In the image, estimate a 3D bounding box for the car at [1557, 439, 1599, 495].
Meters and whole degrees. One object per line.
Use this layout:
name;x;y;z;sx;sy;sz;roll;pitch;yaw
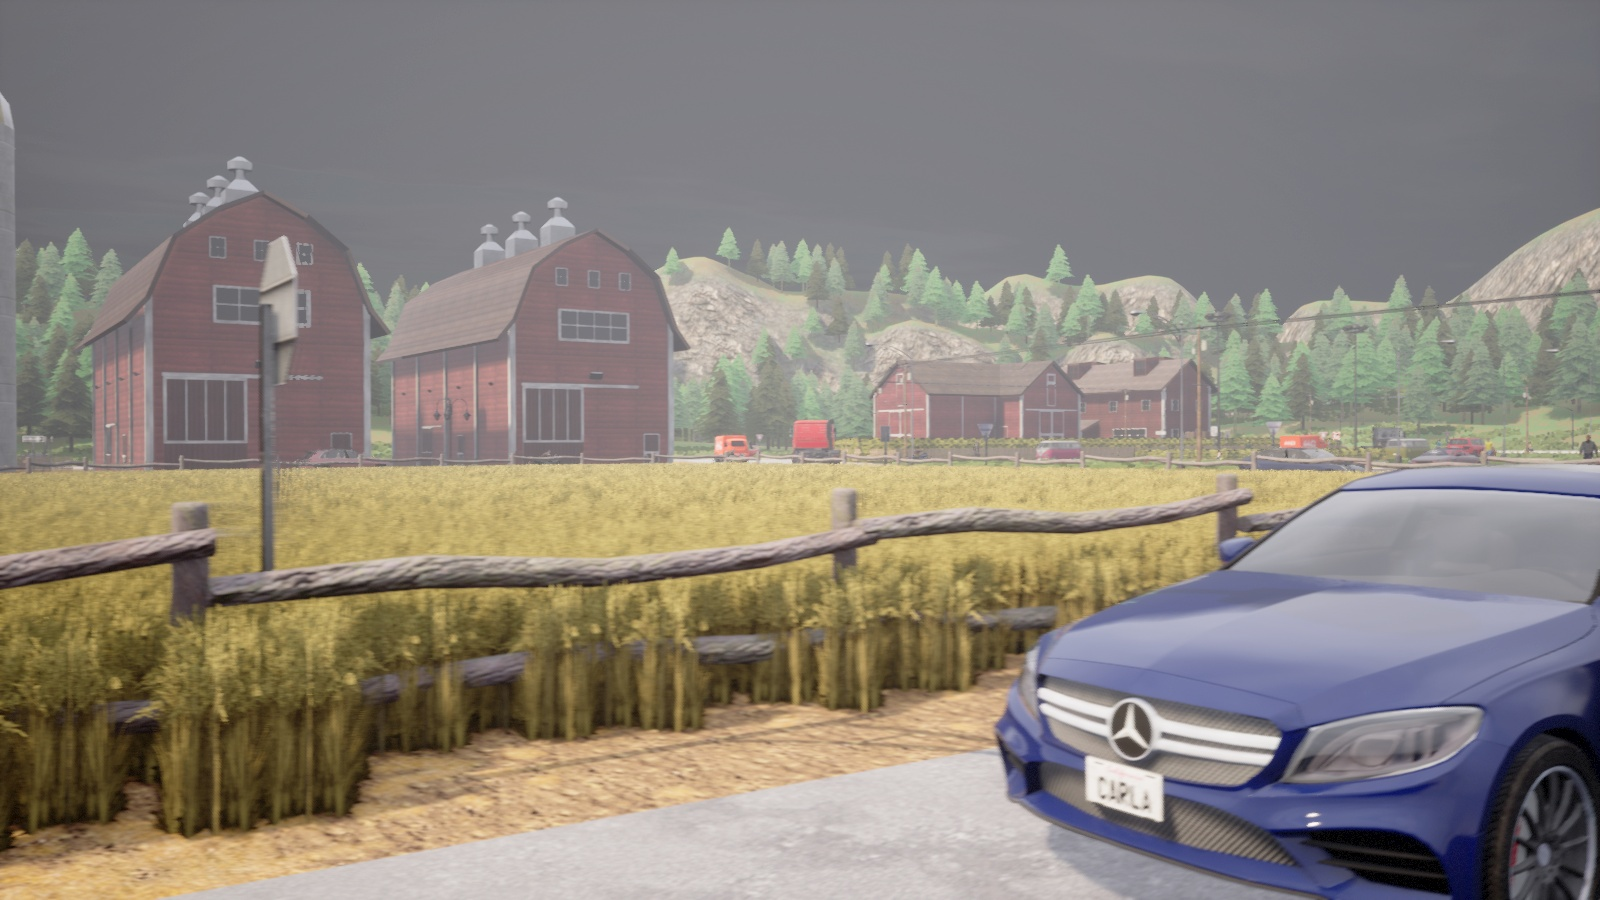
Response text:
car;24.398;0.468;34.984;1.801;1.575;5.366;-1;0;-35

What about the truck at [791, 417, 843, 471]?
truck;1.067;-0.419;85.299;2.891;3.462;7.936;-1;0;-3

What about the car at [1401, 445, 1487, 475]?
car;31.157;0.454;60.746;4.181;1.385;1.994;-1;0;-36

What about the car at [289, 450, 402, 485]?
car;-22.427;0.838;62.108;4.856;1.649;2.033;-1;0;-38

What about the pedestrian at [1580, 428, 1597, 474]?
pedestrian;33.427;0.045;53.224;0.788;1.949;0.423;-1;0;-44

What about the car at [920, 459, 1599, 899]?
car;2.875;0.775;5.173;4.674;1.442;1.812;0;0;-35

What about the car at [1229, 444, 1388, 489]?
car;17.872;0.566;44.342;2.163;1.488;4.792;-1;0;-35
